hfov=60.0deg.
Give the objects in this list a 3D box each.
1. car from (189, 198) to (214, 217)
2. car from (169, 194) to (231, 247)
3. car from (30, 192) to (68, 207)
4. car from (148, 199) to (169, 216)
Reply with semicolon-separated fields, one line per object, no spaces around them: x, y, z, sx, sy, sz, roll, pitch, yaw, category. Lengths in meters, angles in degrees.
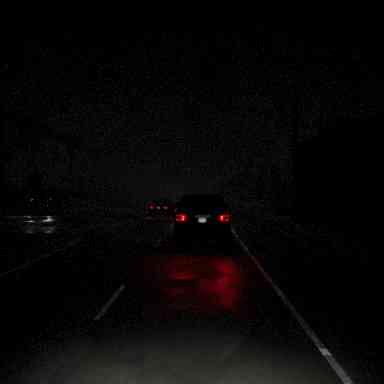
0.834;1.319;30.007;2.033;1.411;5.357;0;0;2;car
0.439;1.107;14.437;2.150;2.045;5.566;0;0;1;car
-13.245;0.727;31.005;2.097;1.767;4.553;0;0;1;car
-2.678;1.310;29.698;2.033;1.411;5.357;0;0;1;car
